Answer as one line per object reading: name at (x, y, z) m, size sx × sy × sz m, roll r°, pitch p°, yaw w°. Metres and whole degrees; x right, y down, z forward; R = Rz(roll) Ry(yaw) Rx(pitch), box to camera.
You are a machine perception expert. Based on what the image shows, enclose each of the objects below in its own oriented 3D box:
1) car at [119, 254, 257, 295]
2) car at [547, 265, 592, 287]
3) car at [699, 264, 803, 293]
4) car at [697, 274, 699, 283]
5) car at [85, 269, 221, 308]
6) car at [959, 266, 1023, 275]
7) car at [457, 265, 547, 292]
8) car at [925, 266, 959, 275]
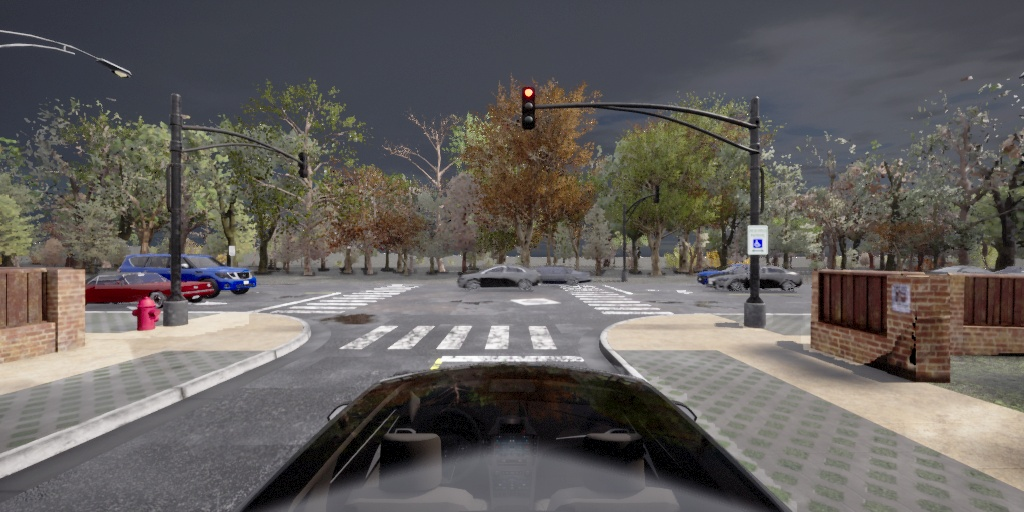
car at (-15.562, 0.916, 17.262) m, size 5.566 × 2.045 × 2.150 m, roll 0°, pitch 0°, yaw 0°
car at (2.548, 1.318, 23.990) m, size 5.357 × 1.411 × 2.033 m, roll 0°, pitch 0°, yaw 0°
car at (13.957, 1.299, 20.755) m, size 4.902 × 1.511 × 2.128 m, roll 0°, pitch 0°, yaw 0°
car at (15.089, 1.293, 24.003) m, size 5.008 × 1.535 × 1.882 m, roll 0°, pitch 0°, yaw 0°
car at (-14.636, 1.295, 14.012) m, size 4.718 × 1.301 × 1.895 m, roll 0°, pitch 0°, yaw -3°
car at (29.852, 1.351, 20.767) m, size 4.902 × 1.511 × 2.128 m, roll 0°, pitch 0°, yaw 0°
car at (-0.680, 1.248, 20.733) m, size 4.902 × 1.511 × 2.128 m, roll 0°, pitch 0°, yaw 0°
car at (29.693, 1.389, 24.020) m, size 4.674 × 1.442 × 1.812 m, roll 0°, pitch 0°, yaw 0°
